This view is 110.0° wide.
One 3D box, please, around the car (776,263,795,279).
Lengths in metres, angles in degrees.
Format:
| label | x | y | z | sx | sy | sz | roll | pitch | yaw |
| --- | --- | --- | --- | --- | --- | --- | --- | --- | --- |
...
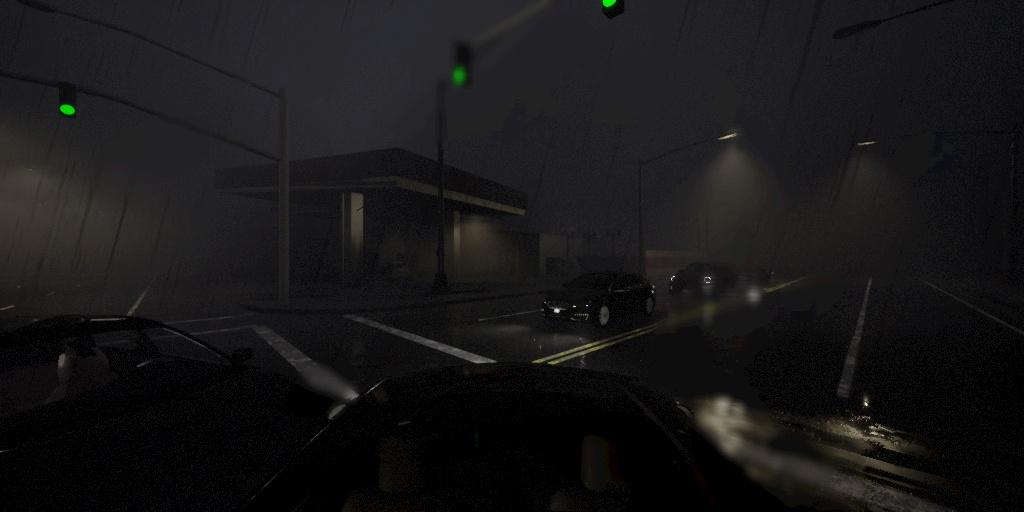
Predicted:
| label | x | y | z | sx | sy | sz | roll | pitch | yaw |
| --- | --- | --- | --- | --- | --- | --- | --- | --- | --- |
| car | 23.965 | 1.313 | 32.253 | 4.181 | 1.385 | 1.994 | 0 | 0 | -44 |

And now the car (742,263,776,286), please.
| label | x | y | z | sx | sy | sz | roll | pitch | yaw |
| --- | --- | --- | --- | --- | --- | --- | --- | --- | --- |
| car | 16.792 | 1.313 | 25.241 | 1.994 | 1.385 | 4.181 | 0 | 0 | 44 |

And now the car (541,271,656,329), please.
| label | x | y | z | sx | sy | sz | roll | pitch | yaw |
| --- | --- | --- | --- | --- | --- | --- | --- | --- | --- |
| car | 2.947 | 1.255 | 11.564 | 4.892 | 1.490 | 1.837 | 0 | 0 | -45 |

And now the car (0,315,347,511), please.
| label | x | y | z | sx | sy | sz | roll | pitch | yaw |
| --- | --- | --- | --- | --- | --- | --- | --- | --- | --- |
| car | -3.406 | 1.242 | 2.582 | 4.902 | 1.511 | 2.128 | 0 | 0 | 15 |

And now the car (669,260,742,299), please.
| label | x | y | z | sx | sy | sz | roll | pitch | yaw |
| --- | --- | --- | --- | --- | --- | --- | --- | --- | --- |
| car | 9.825 | 1.101 | 18.370 | 4.553 | 1.767 | 2.097 | 0 | 0 | -45 |
